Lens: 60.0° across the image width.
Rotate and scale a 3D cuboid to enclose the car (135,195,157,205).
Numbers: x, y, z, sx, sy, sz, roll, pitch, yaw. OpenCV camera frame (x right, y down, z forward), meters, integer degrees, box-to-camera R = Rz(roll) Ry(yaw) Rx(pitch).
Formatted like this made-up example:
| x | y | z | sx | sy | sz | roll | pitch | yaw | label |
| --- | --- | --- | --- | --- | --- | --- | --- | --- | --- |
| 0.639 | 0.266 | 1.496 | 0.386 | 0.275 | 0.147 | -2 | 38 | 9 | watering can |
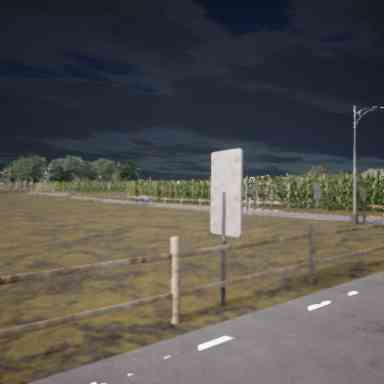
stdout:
| x | y | z | sx | sy | sz | roll | pitch | yaw | label |
| --- | --- | --- | --- | --- | --- | --- | --- | --- | --- |
| -7.180 | 1.264 | 51.569 | 1.812 | 1.442 | 4.674 | 1 | 0 | -35 | car |
